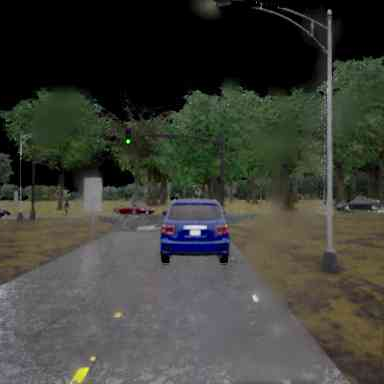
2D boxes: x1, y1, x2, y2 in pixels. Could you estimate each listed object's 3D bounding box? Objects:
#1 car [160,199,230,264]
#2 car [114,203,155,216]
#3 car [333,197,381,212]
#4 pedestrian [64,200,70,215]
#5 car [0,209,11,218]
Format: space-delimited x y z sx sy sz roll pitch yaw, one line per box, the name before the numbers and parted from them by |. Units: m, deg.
car | 0.085 1.264 12.146 2.150 2.045 5.566 0 0 0
car | -5.816 1.735 32.998 1.895 1.301 4.718 1 -4 -45
car | 17.945 1.370 36.297 4.892 1.490 1.837 -2 -2 0
pedestrian | -15.127 1.851 40.197 0.375 1.860 0.375 0 -1 0
car | -20.773 1.903 32.592 5.357 1.411 2.033 -1 -2 0
